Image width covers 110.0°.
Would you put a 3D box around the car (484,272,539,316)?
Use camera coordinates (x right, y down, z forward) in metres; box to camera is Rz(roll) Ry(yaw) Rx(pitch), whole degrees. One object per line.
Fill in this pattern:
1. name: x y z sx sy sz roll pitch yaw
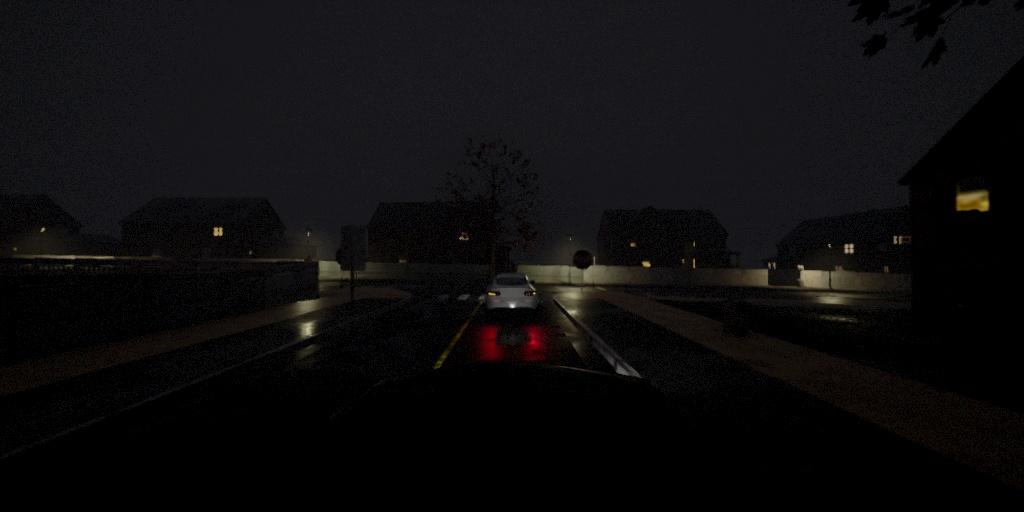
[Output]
1. car: -0.079 1.335 13.561 1.812 1.442 4.674 0 0 -2

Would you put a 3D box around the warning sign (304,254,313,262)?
1. warning sign: -15.838 0.752 27.883 1.060 1.860 1.300 0 0 0
